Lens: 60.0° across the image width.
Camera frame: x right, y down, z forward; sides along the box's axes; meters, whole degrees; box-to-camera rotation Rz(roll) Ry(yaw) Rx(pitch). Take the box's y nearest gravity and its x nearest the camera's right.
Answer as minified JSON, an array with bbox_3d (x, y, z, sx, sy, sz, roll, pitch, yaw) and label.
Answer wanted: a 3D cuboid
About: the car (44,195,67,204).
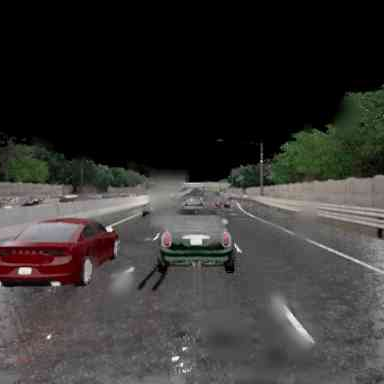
[{"bbox_3d":[-23.505,1.303,57.641,2.128,1.511,4.902,0,0,-2],"label":"car"}]

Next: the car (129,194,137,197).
[{"bbox_3d":[-13.376,1.280,75.860,1.812,1.442,4.674,0,0,1],"label":"car"}]

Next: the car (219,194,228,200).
[{"bbox_3d":[7.716,1.196,81.306,1.994,1.385,4.181,0,0,1],"label":"car"}]

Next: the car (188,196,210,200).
[{"bbox_3d":[0.206,1.391,29.435,2.128,1.511,4.902,0,0,0],"label":"car"}]

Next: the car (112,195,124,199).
[{"bbox_3d":[-16.875,1.307,75.917,1.994,1.385,4.181,0,0,1],"label":"car"}]

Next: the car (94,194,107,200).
[{"bbox_3d":[-20.402,1.230,74.299,1.812,1.442,4.674,0,0,1],"label":"car"}]

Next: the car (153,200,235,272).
[{"bbox_3d":[0.122,1.314,10.805,2.097,1.767,4.553,0,0,0],"label":"car"}]

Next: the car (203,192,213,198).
[{"bbox_3d":[4.108,1.252,74.721,1.882,1.535,5.008,0,0,1],"label":"car"}]

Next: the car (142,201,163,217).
[{"bbox_3d":[-3.288,1.461,30.181,1.994,1.385,4.181,0,0,0],"label":"car"}]

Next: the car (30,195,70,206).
[{"bbox_3d":[-13.959,1.362,33.641,1.882,1.535,5.008,0,0,1],"label":"car"}]

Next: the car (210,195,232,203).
[{"bbox_3d":[3.698,1.390,42.118,1.895,1.301,4.718,0,0,0],"label":"car"}]

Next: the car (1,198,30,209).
[{"bbox_3d":[-17.455,1.374,33.972,2.128,1.511,4.902,0,0,1],"label":"car"}]

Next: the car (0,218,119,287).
[{"bbox_3d":[-3.383,1.445,9.226,1.882,1.535,5.008,0,0,0],"label":"car"}]
